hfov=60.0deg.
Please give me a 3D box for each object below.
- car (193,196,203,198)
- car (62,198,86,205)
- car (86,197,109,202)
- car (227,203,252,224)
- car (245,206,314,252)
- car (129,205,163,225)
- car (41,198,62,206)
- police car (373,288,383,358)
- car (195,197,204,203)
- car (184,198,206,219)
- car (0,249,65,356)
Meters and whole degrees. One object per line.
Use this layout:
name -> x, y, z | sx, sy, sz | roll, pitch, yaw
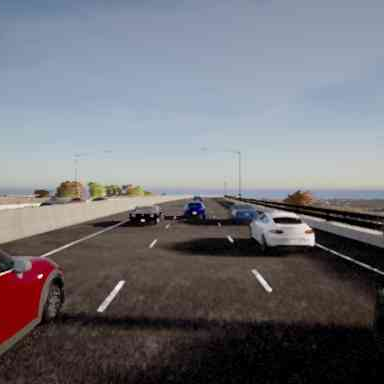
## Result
car -> 0.980, 1.396, 54.339 | 2.097, 1.767, 4.553 | 0, 0, 2
car -> -16.807, 1.553, 48.775 | 1.812, 1.442, 4.674 | 0, 0, 2
car -> -13.313, 1.506, 48.548 | 1.882, 1.535, 5.008 | 0, 0, 2
car -> 3.683, 1.547, 24.676 | 2.033, 1.411, 5.357 | 0, 0, 1
car -> 3.557, 1.522, 13.753 | 1.812, 1.442, 4.674 | 0, 0, 0
car -> -3.216, 1.599, 24.239 | 1.895, 1.301, 4.718 | 0, 0, 1
car -> -20.289, 1.574, 49.322 | 2.033, 1.411, 5.357 | 0, 0, 2
police car -> 3.501, 1.504, 2.831 | 2.038, 1.542, 4.974 | 0, 0, 0
car -> 1.610, 1.694, 73.881 | 1.895, 1.301, 4.718 | 0, 0, 3
car -> 0.258, 1.528, 29.480 | 1.812, 1.442, 4.674 | 0, 0, 1
car -> -3.385, 1.349, 4.288 | 2.097, 1.767, 4.553 | 0, 0, 0
